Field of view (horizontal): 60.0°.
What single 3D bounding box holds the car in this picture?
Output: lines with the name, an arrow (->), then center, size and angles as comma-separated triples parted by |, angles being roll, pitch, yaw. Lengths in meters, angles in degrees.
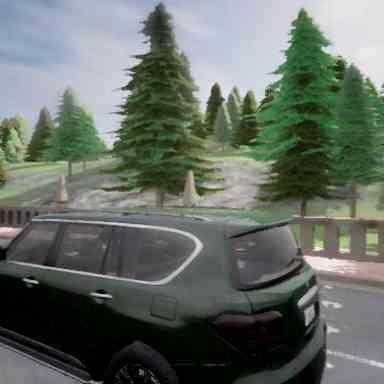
car -> -1.148, 1.212, 4.548 | 5.566, 2.045, 2.150 | 0, 0, 33
